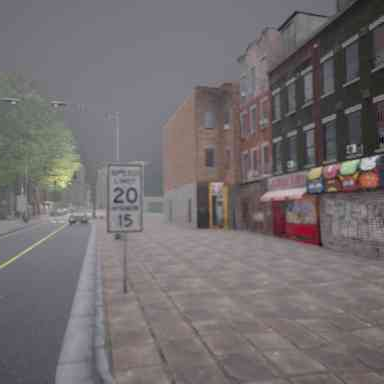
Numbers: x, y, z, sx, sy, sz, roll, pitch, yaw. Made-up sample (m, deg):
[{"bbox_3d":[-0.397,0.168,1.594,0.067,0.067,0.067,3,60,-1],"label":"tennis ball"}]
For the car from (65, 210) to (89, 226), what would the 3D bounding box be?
[{"bbox_3d":[-12.080,2.869,35.695,1.895,1.301,4.718,0,-2,-15],"label":"car"}]

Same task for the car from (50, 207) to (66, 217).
[{"bbox_3d":[-25.217,3.832,61.705,2.008,1.369,4.403,1,-2,-16],"label":"car"}]

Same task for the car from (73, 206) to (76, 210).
[{"bbox_3d":[-33.306,4.669,89.476,2.192,1.841,5.009,1,-3,-16],"label":"car"}]

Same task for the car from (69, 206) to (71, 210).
[{"bbox_3d":[-28.722,4.306,73.784,1.947,1.339,4.313,1,-2,-16],"label":"car"}]

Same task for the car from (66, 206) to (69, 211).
[{"bbox_3d":[-27.193,4.091,68.557,2.008,1.369,4.403,1,-2,-16],"label":"car"}]

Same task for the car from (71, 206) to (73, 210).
[{"bbox_3d":[-31.780,4.729,84.238,1.802,1.307,4.206,1,-3,-16],"label":"car"}]
